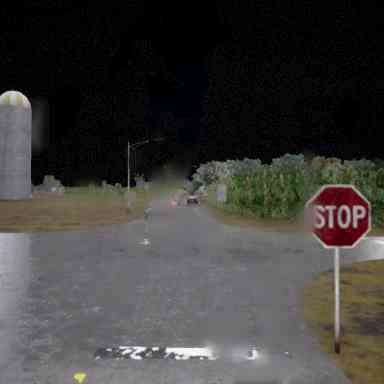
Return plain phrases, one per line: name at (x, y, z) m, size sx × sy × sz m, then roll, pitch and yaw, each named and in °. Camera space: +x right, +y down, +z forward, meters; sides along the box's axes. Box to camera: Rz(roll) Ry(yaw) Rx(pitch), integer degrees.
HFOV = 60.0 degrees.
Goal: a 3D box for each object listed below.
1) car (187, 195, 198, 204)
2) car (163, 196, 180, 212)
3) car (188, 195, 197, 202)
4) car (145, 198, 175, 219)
car at (0.078, 1.454, 60.779) m, size 1.882 × 1.535 × 5.008 m, roll 0°, pitch 0°, yaw 0°
car at (-2.795, 1.347, 38.922) m, size 2.097 × 1.767 × 4.553 m, roll 0°, pitch 0°, yaw 0°
car at (0.092, 1.352, 71.203) m, size 1.994 × 1.385 × 4.181 m, roll 0°, pitch 0°, yaw 0°
car at (-2.855, 1.504, 28.893) m, size 1.837 × 1.490 × 4.892 m, roll 0°, pitch 0°, yaw 2°
